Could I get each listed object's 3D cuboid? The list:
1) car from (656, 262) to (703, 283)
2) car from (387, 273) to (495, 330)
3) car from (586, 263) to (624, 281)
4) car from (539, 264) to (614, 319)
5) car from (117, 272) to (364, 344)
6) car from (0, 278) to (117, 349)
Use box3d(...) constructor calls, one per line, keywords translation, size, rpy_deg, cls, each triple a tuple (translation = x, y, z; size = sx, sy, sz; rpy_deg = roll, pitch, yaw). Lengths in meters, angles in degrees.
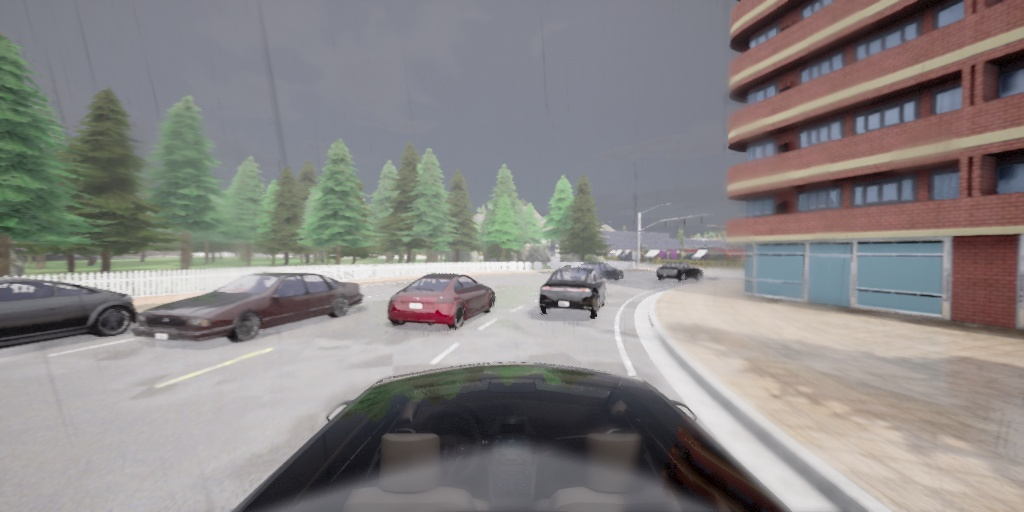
box3d(translation=(13.099, 1.231, 27.890), size=(4.902, 1.511, 2.128), rpy_deg=(1, 1, -40), cls="car")
box3d(translation=(-1.922, 1.212, 10.921), size=(1.994, 1.385, 4.181), rpy_deg=(1, 0, 14), cls="car")
box3d(translation=(6.325, 1.197, 26.397), size=(2.033, 1.411, 5.357), rpy_deg=(1, 1, 42), cls="car")
box3d(translation=(2.294, 1.188, 12.803), size=(2.128, 1.511, 4.902), rpy_deg=(1, 0, 19), cls="car")
box3d(translation=(-6.190, 1.142, 9.477), size=(2.033, 1.411, 5.357), rpy_deg=(1, 0, 12), cls="car")
box3d(translation=(-9.989, 1.123, 6.746), size=(1.994, 1.385, 4.181), rpy_deg=(1, 0, 9), cls="car")
